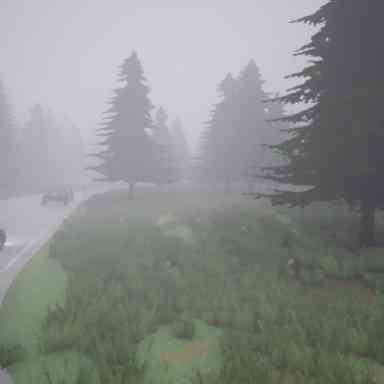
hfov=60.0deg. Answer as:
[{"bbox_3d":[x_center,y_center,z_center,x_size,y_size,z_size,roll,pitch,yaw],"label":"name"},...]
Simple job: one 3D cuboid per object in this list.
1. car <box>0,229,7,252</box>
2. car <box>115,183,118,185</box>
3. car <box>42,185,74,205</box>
[{"bbox_3d":[-7.612,1.681,10.625,2.033,1.411,5.357,1,4,-14],"label":"car"},{"bbox_3d":[-11.863,-1.677,59.833,1.812,1.442,4.674,0,3,26],"label":"car"},{"bbox_3d":[-12.203,0.097,30.540,2.097,1.767,4.553,1,4,-11],"label":"car"}]
